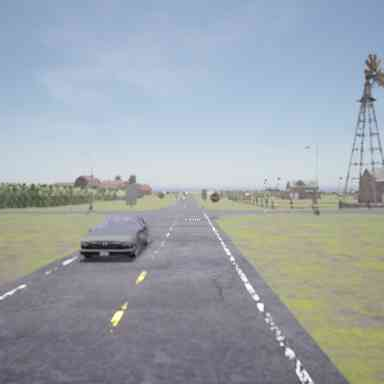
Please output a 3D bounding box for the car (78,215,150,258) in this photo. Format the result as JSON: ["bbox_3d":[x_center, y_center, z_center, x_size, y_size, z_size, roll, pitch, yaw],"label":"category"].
[{"bbox_3d":[-2.825,1.631,13.398,2.033,1.411,5.357,0,0,0],"label":"car"}]
